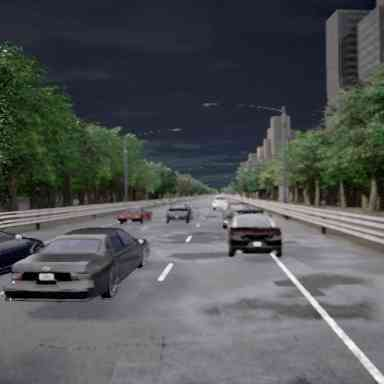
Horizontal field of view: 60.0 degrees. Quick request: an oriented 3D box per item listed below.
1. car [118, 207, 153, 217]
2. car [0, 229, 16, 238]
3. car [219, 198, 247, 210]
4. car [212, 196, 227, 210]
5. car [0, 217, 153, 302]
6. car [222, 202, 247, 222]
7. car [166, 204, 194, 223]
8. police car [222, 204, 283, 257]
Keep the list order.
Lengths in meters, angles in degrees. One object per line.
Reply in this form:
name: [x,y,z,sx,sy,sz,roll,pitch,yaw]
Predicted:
car: [-4.497,1.883,27.147,1.895,1.301,4.718,-1,0,5]
car: [-5.967,1.719,9.464,1.994,1.385,4.181,-1,0,5]
car: [3.152,1.502,23.257,2.097,1.767,4.553,-1,0,5]
car: [4.170,1.568,48.248,2.150,2.045,5.566,-1,0,5]
car: [-2.512,1.652,8.741,2.033,1.411,5.357,-1,0,5]
car: [3.653,1.672,29.265,1.882,1.535,5.008,-1,0,5]
car: [-0.951,1.731,27.598,2.128,1.511,4.902,-1,0,5]
police car: [2.339,1.506,13.430,1.930,1.638,5.238,-1,0,5]
